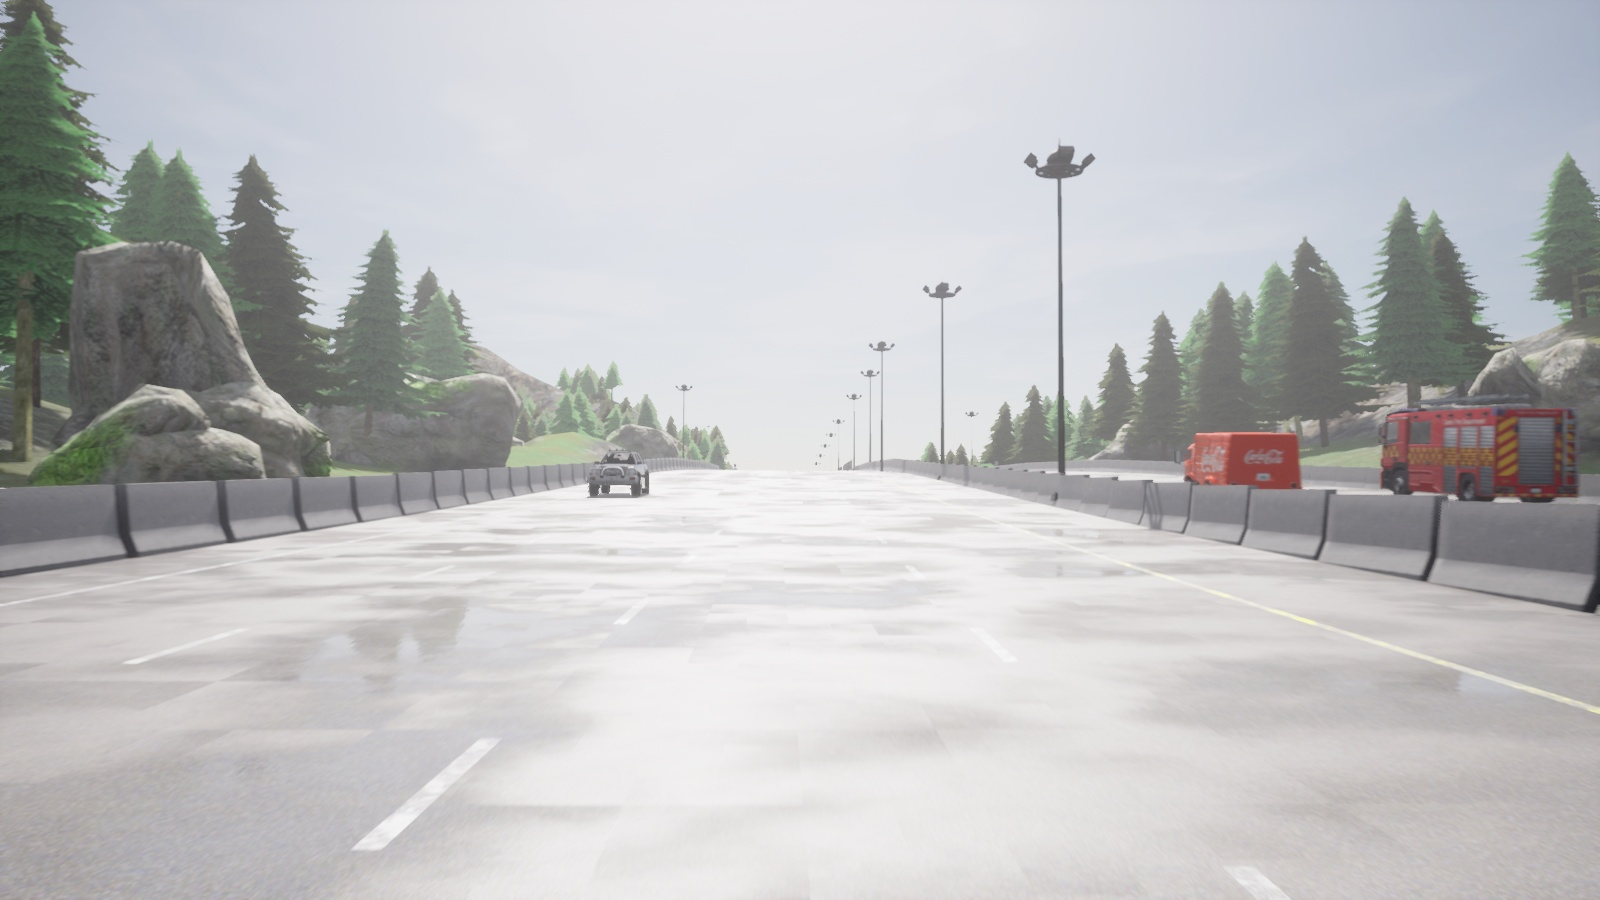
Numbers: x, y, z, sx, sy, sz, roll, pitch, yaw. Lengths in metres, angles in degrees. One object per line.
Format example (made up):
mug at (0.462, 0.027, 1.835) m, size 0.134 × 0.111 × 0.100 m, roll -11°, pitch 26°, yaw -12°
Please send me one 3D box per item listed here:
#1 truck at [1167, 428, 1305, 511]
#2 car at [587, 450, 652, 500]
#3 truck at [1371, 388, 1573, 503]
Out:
truck at (13.898, 0.577, 40.435) m, size 2.627 × 2.467 × 5.204 m, roll 0°, pitch 0°, yaw 0°
car at (-7.125, 0.940, 49.906) m, size 1.932 × 1.855 × 4.605 m, roll 0°, pitch 0°, yaw 0°
truck at (24.380, -0.155, 46.206) m, size 2.891 × 3.827 × 8.468 m, roll 0°, pitch 0°, yaw 0°
